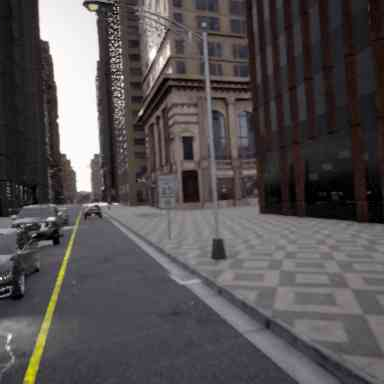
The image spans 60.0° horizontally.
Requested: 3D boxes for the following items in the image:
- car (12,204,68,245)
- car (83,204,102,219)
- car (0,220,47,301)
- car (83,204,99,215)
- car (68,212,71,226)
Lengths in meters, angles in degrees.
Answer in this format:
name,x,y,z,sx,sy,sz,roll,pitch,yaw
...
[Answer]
name,x,y,z,sx,sy,sz,roll,pitch,yaw
car,-8.264,1.715,18.146,2.150,2.045,5.566,-3,0,-18
car,-11.278,2.216,37.846,1.837,1.490,4.892,-3,0,-17
car,-5.278,1.814,8.906,1.837,1.490,4.892,-3,0,-18
car,-14.483,2.484,47.684,1.994,1.385,4.181,-3,0,-18
car,-12.025,2.238,29.950,1.837,1.490,4.892,-3,0,-18
